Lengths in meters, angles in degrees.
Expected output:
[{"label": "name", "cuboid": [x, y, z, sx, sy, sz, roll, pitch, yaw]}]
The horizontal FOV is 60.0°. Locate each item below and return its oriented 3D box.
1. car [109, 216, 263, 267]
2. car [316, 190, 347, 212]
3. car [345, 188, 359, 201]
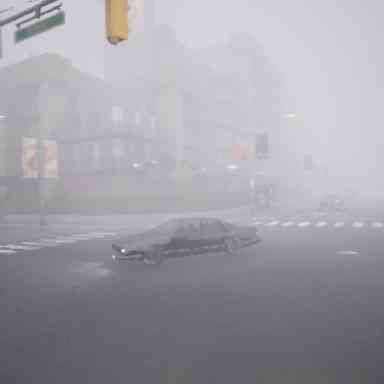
[{"label": "car", "cuboid": [-0.092, 1.595, 11.763, 5.357, 1.411, 2.033, -2, 0, -26]}, {"label": "car", "cuboid": [13.496, 0.911, 32.374, 2.097, 1.767, 4.553, -2, -1, 29]}, {"label": "car", "cuboid": [25.839, 0.477, 54.174, 2.150, 2.045, 5.566, -2, 2, 27]}]
